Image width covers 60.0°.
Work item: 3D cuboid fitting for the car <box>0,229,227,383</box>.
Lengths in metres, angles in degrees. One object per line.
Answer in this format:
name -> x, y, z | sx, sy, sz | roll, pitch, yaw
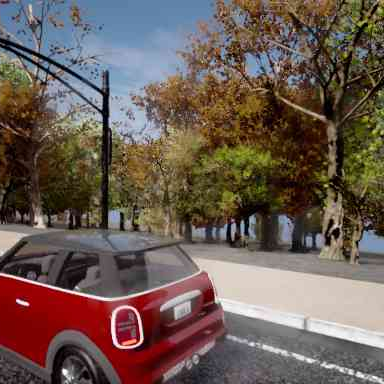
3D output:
car -> -1.832, 1.350, 4.991 | 4.553, 1.767, 2.097 | 0, 0, 36
